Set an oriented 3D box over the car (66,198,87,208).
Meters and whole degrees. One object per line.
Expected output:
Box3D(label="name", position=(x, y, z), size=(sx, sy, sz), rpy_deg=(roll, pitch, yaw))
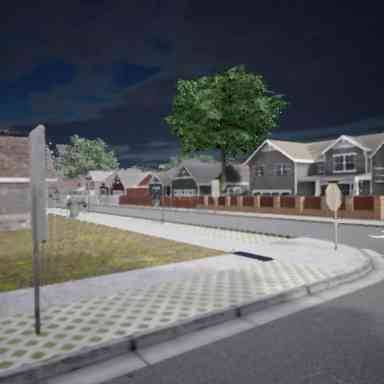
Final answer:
Box3D(label="car", position=(-16.833, 1.584, 48.224), size=(2.033, 1.411, 5.357), rpy_deg=(-1, 0, -35))
